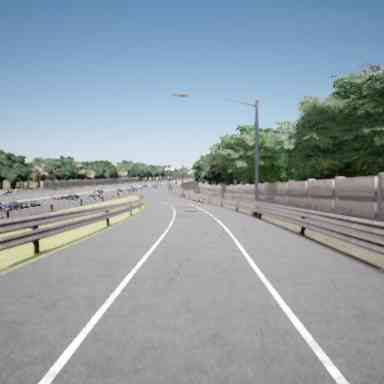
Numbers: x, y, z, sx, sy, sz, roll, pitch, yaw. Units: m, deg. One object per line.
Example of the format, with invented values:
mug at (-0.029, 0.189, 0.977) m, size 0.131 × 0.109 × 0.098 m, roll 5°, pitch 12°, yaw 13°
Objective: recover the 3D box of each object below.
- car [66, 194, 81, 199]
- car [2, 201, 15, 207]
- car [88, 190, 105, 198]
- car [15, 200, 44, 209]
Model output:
car at (-27.834, 1.121, 77.956) m, size 1.837 × 1.490 × 4.892 m, roll 0°, pitch 3°, yaw 8°
car at (-30.843, 2.246, 57.480) m, size 1.812 × 1.442 × 4.674 m, roll 0°, pitch 3°, yaw 8°
car at (-23.788, 1.041, 81.423) m, size 2.128 × 1.511 × 4.902 m, roll 0°, pitch 3°, yaw 8°
car at (-27.385, 2.101, 56.933) m, size 2.097 × 1.767 × 4.553 m, roll 0°, pitch 3°, yaw 8°
